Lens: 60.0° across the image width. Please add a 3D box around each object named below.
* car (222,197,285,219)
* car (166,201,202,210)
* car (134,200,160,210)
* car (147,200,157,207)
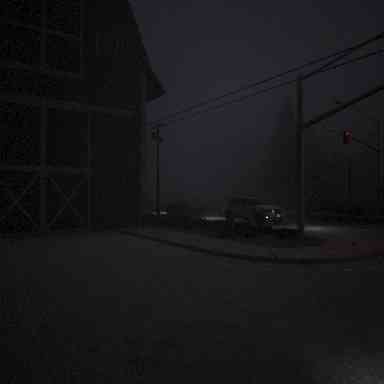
[{"bbox_3d":[4.737,1.400,26.509,2.150,2.045,5.566,0,0,-34],"label":"car"},{"bbox_3d":[-0.903,1.708,34.735,1.882,1.535,5.008,0,0,-35],"label":"car"},{"bbox_3d":[-6.719,1.922,49.571,1.895,1.301,4.718,0,0,-34],"label":"car"},{"bbox_3d":[-6.290,1.786,42.597,1.837,1.490,4.892,0,0,-34],"label":"car"}]
